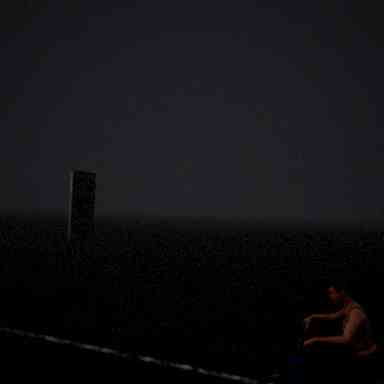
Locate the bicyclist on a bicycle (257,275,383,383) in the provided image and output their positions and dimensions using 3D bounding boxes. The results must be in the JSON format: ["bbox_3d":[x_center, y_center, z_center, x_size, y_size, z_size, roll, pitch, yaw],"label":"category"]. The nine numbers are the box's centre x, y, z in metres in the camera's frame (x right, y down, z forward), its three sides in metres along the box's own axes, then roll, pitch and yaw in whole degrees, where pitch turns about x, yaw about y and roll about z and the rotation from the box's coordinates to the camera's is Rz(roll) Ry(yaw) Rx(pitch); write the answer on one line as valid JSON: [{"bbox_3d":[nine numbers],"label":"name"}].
[{"bbox_3d":[1.372,1.637,3.310,1.509,1.612,0.866,1,-3,21],"label":"bicyclist on a bicycle"}]
